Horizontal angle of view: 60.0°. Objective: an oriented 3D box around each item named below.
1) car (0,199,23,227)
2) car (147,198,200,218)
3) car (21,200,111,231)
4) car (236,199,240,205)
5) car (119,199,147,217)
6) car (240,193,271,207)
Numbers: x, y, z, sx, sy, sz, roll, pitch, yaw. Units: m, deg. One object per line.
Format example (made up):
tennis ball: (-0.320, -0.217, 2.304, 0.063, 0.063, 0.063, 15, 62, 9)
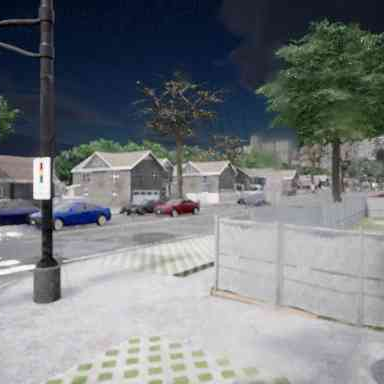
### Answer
car: (-11.378, 1.251, 19.485, 2.097, 1.767, 4.553, 0, 0, 34)
car: (-1.218, 1.296, 28.599, 1.882, 1.535, 5.008, 0, 0, 35)
car: (-7.141, 1.355, 19.952, 1.882, 1.535, 5.008, 0, 0, 34)
car: (8.369, 1.125, 48.257, 2.033, 1.411, 5.357, 0, 1, 35)
car: (-4.063, 1.381, 30.197, 2.033, 1.411, 5.357, 0, 0, 34)
car: (8.485, 0.982, 42.739, 2.097, 1.767, 4.553, 0, 1, 35)
